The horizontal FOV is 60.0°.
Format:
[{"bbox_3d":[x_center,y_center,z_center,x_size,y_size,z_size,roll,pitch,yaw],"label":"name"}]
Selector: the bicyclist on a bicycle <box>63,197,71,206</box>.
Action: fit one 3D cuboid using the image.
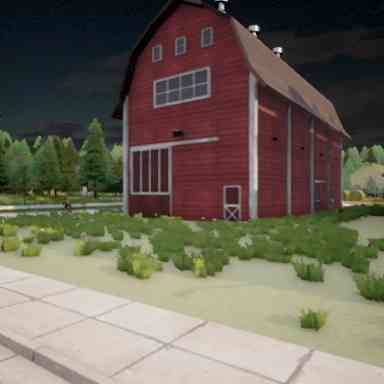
[{"bbox_3d":[-11.379,1.309,30.169,1.656,1.620,0.582,0,0,37],"label":"bicyclist on a bicycle"}]
